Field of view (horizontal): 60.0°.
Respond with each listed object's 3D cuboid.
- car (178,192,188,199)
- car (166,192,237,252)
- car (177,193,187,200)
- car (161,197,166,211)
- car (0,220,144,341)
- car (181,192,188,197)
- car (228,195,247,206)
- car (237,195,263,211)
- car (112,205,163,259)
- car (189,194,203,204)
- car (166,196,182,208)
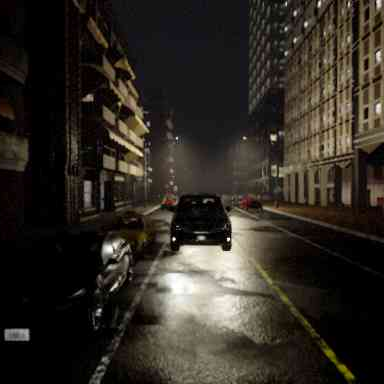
[{"bbox_3d":[-1.967,0.801,74.355,2.008,1.369,4.403,0,1,0],"label":"car"},{"bbox_3d":[0.323,1.069,13.652,2.150,2.045,5.566,0,2,0],"label":"car"},{"bbox_3d":[-1.996,0.855,68.707,2.008,1.369,4.403,0,1,0],"label":"car"},{"bbox_3d":[-2.164,1.078,34.816,1.967,1.590,4.097,0,1,0],"label":"car"},{"bbox_3d":[-2.304,1.494,6.576,1.947,1.339,4.313,0,1,0],"label":"car"},{"bbox_3d":[-1.953,0.708,87.272,1.802,1.307,4.206,0,1,0],"label":"car"},{"bbox_3d":[6.272,1.081,46.072,2.008,1.369,4.403,0,1,0],"label":"car"},{"bbox_3d":[6.217,1.188,34.775,1.887,1.381,4.507,0,1,0],"label":"car"},{"bbox_3d":[-2.277,1.396,12.055,1.752,1.417,4.829,0,1,0],"label":"car"},{"bbox_3d":[0.611,1.038,51.412,1.994,1.385,4.181,0,1,0],"label":"car"},{"bbox_3d":[-2.136,1.163,40.466,1.802,1.307,4.206,0,1,0],"label":"car"}]
